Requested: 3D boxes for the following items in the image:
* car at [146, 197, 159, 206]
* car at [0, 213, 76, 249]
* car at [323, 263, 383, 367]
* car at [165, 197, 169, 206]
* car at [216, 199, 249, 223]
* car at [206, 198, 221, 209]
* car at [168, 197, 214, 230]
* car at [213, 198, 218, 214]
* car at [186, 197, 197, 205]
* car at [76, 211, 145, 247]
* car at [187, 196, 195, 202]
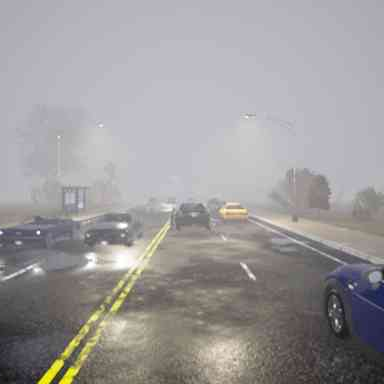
[{"bbox_3d":[-6.784,1.648,58.078,1.837,1.490,4.892,0,-1,0],"label":"car"},{"bbox_3d":[-6.629,1.646,14.929,1.895,1.301,4.718,0,0,0],"label":"car"},{"bbox_3d":[3.248,1.364,3.769,2.097,1.767,4.553,0,0,0],"label":"car"},{"bbox_3d":[-3.538,1.649,58.487,1.837,1.490,4.892,0,-1,0],"label":"car"},{"bbox_3d":[3.178,1.530,26.004,1.801,1.575,5.366,0,0,0],"label":"car"},{"bbox_3d":[3.088,1.627,47.815,1.837,1.490,4.892,0,0,0],"label":"car"},{"bbox_3d":[-0.171,1.415,21.757,2.097,1.767,4.553,0,0,-8],"label":"car"},{"bbox_3d":[3.133,1.647,36.814,2.033,1.411,5.357,0,0,0],"label":"car"},{"bbox_3d":[-0.165,1.698,63.863,2.033,1.411,5.357,0,0,0],"label":"car"},{"bbox_3d":[-3.380,1.594,15.487,2.033,1.411,5.357,0,0,0],"label":"car"},{"bbox_3d":[-0.291,1.745,78.972,1.895,1.301,4.718,0,0,0],"label":"car"}]
